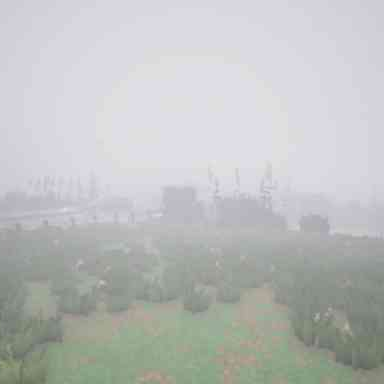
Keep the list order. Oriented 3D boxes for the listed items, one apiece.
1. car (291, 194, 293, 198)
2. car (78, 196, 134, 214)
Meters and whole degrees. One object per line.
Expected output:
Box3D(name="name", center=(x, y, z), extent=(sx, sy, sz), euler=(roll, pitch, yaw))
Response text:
Box3D(name="car", center=(13.514, 0.774, 45.190), extent=(2.150, 2.045, 5.566), euler=(0, -2, 44))
Box3D(name="car", center=(-7.199, 1.120, 28.077), extent=(1.837, 1.490, 4.892), euler=(0, 3, 41))
